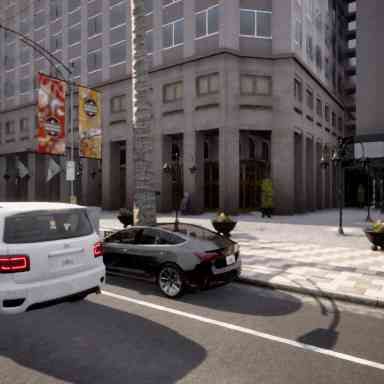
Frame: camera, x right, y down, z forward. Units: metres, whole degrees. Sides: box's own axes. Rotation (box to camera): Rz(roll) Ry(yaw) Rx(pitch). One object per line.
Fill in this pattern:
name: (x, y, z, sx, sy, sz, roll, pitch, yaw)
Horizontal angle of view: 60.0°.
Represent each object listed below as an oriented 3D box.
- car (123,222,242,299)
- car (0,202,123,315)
car: (-1.076, 1.513, 8.554, 4.786, 1.482, 2.161, 0, 0, 35)
car: (-4.236, 1.221, 7.012, 5.566, 2.045, 2.150, 0, 0, 35)
